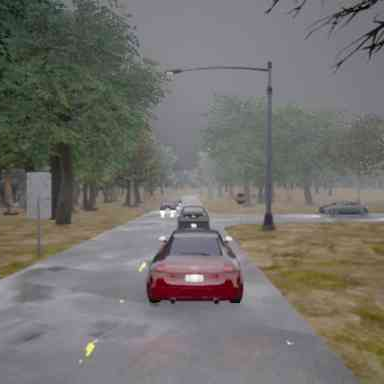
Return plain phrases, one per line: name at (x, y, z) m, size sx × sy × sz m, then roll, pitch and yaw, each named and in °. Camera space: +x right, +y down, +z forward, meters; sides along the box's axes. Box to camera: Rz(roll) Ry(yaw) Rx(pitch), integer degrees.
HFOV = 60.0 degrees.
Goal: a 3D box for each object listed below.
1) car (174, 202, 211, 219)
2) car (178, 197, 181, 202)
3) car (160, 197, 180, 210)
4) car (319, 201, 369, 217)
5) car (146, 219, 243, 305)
car at (0.094, 1.596, 20.739) m, size 1.837 × 1.490 × 4.892 m, roll 0°, pitch 0°, yaw 0°
car at (-3.103, 1.663, 54.217) m, size 1.837 × 1.490 × 4.892 m, roll 0°, pitch 0°, yaw -2°
car at (-3.076, 1.702, 43.854) m, size 1.994 × 1.385 × 4.181 m, roll 1°, pitch -1°, yaw 0°
car at (13.955, 1.499, 30.671) m, size 4.181 × 1.385 × 1.994 m, roll -1°, pitch 1°, yaw 2°
car at (0.086, 1.606, 8.288) m, size 1.994 × 1.385 × 4.181 m, roll 0°, pitch 0°, yaw 1°
